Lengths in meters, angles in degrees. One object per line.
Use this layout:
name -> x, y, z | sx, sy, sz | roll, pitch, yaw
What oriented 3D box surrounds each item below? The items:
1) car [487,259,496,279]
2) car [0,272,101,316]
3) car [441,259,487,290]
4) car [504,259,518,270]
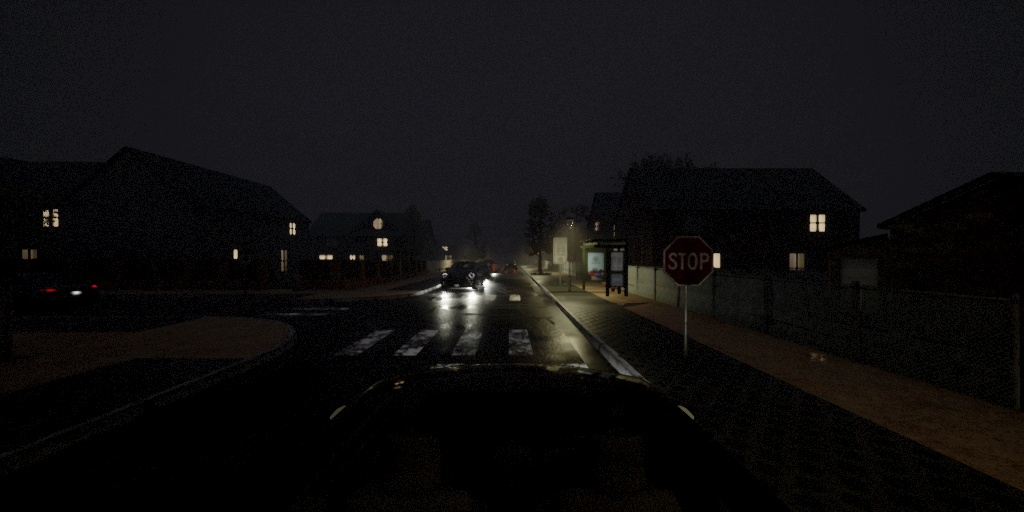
car -> -2.957, 1.294, 33.717 | 2.128, 1.511, 4.902 | 0, 0, 0
car -> -17.482, 1.276, 12.700 | 4.181, 1.385, 1.994 | 0, 1, -1
car -> -3.039, 1.118, 22.726 | 2.097, 1.767, 4.553 | 0, 0, 3
car -> -0.182, 1.447, 54.837 | 1.812, 1.442, 4.674 | 0, 0, 0
